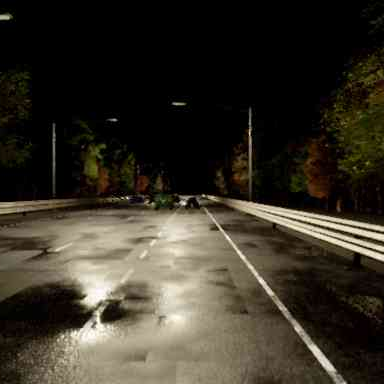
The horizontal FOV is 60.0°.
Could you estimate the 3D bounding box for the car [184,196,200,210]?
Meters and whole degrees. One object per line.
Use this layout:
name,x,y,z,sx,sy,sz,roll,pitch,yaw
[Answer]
car,0.038,1.559,43.694,1.812,1.442,4.674,0,0,0

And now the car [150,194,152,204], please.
car,-6.843,1.276,63.714,2.150,2.045,5.566,0,-1,-1

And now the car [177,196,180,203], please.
car,-3.451,1.544,69.670,1.882,1.535,5.008,0,0,0

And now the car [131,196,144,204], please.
car,-10.381,1.536,64.068,1.882,1.535,5.008,0,0,0

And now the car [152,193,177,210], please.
car,-3.468,1.255,42.839,2.150,2.045,5.566,0,0,0

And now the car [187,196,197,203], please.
car,0.049,1.607,69.749,2.033,1.411,5.357,0,0,0
